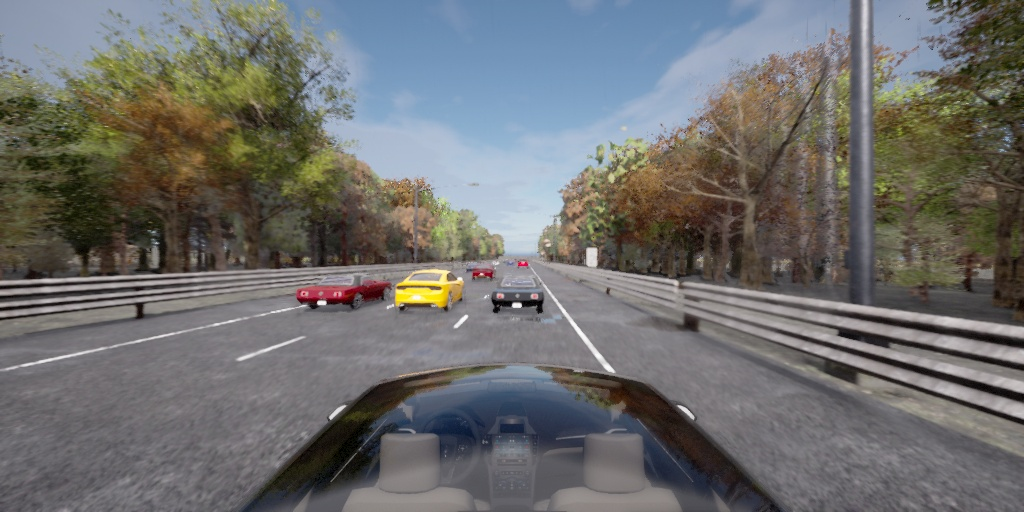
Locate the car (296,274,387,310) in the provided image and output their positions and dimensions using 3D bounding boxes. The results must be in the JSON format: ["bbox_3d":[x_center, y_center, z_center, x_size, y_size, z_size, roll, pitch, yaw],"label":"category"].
[{"bbox_3d":[-6.728,1.413,15.065,1.895,1.301,4.718,0,0,2],"label":"car"}]

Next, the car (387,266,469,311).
[{"bbox_3d":[-3.231,1.317,14.961,1.882,1.535,5.008,0,0,2],"label":"car"}]

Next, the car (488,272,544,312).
[{"bbox_3d":[0.268,1.466,14.826,1.895,1.301,4.718,0,0,2],"label":"car"}]

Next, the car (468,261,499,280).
[{"bbox_3d":[-2.582,1.477,34.018,1.882,1.535,5.008,0,0,2],"label":"car"}]
